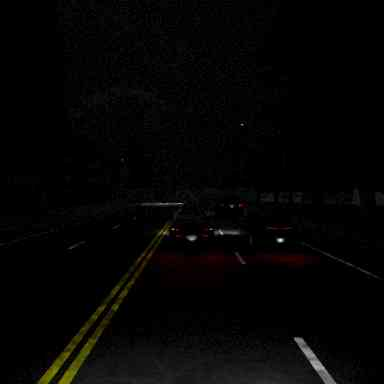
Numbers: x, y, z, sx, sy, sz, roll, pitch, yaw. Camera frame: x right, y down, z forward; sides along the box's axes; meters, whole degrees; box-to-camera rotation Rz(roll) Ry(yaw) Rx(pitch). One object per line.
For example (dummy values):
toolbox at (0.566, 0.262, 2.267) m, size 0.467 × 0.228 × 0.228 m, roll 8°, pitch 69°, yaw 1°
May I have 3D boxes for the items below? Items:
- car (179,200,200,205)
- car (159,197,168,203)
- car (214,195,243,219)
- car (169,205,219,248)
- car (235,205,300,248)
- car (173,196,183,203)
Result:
car at (-0.001, 1.643, 29.684) m, size 1.895 × 1.301 × 4.718 m, roll 0°, pitch 0°, yaw 0°
car at (-6.501, 1.849, 75.912) m, size 1.895 × 1.301 × 4.718 m, roll 0°, pitch -1°, yaw 0°
car at (3.249, 1.285, 29.684) m, size 2.150 × 2.045 × 5.566 m, roll 0°, pitch 0°, yaw 0°
car at (-0.001, 1.536, 14.652) m, size 1.812 × 1.442 × 4.674 m, roll 0°, pitch 0°, yaw 0°
car at (3.249, 1.519, 14.652) m, size 1.837 × 1.490 × 4.892 m, roll 0°, pitch 0°, yaw 0°
car at (-3.251, 1.609, 75.974) m, size 2.097 × 1.767 × 4.553 m, roll 0°, pitch -1°, yaw 0°
